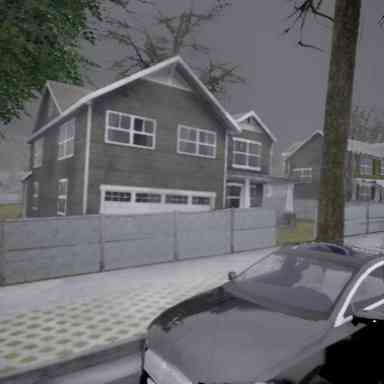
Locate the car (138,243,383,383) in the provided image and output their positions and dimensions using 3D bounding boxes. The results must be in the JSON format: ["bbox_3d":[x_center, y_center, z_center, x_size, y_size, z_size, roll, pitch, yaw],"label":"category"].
[{"bbox_3d":[1.702,1.490,4.283,4.902,1.511,2.128,0,0,-36],"label":"car"}]
